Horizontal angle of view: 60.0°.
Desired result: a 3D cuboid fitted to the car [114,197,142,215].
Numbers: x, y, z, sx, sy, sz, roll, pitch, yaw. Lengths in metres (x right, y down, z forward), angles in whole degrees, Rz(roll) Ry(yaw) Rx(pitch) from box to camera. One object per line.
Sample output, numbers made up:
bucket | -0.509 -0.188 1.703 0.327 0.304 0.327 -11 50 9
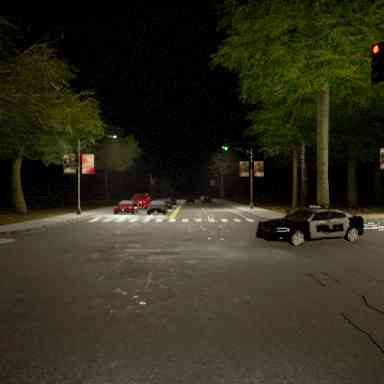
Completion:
car | -6.737 1.571 34.479 1.994 1.385 4.181 0 0 0

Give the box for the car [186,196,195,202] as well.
car | -0.384 1.500 74.773 1.895 1.301 4.718 0 0 0

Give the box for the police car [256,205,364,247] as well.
police car | 5.316 1.409 14.916 5.238 1.638 1.930 0 0 -23

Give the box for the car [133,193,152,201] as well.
car | -6.778 1.228 43.954 2.150 2.045 5.566 0 0 0

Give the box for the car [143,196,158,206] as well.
car | -6.825 1.498 55.324 1.882 1.535 5.008 0 0 0

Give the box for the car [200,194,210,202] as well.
car | 2.866 1.260 74.730 2.097 1.767 4.553 0 0 0

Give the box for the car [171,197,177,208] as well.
car | -3.525 1.558 44.521 2.033 1.411 5.357 0 0 0

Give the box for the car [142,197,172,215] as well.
car | -3.489 1.554 34.442 2.033 1.411 5.357 0 0 0

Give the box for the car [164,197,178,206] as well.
car | -3.574 1.570 57.009 2.033 1.411 5.357 0 0 0

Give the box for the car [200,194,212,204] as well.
car | 2.920 1.581 64.334 2.033 1.411 5.357 0 0 0

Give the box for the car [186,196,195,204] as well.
car | -0.330 1.581 64.317 2.033 1.411 5.357 0 0 0
